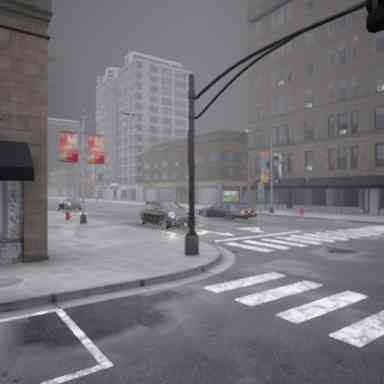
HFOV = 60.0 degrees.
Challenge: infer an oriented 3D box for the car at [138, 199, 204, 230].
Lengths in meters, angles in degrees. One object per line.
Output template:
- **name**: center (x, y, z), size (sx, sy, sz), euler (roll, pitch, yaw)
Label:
- **car**: center (-1.622, 1.324, 21.228), size (2.097, 1.767, 4.553), euler (0, 0, -36)

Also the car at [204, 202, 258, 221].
- **car**: center (2.773, 1.505, 26.697), size (2.033, 1.411, 5.357), euler (0, 0, -36)

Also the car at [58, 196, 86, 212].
- **car**: center (-13.786, 1.293, 38.097), size (2.097, 1.767, 4.553), euler (0, 0, -36)
